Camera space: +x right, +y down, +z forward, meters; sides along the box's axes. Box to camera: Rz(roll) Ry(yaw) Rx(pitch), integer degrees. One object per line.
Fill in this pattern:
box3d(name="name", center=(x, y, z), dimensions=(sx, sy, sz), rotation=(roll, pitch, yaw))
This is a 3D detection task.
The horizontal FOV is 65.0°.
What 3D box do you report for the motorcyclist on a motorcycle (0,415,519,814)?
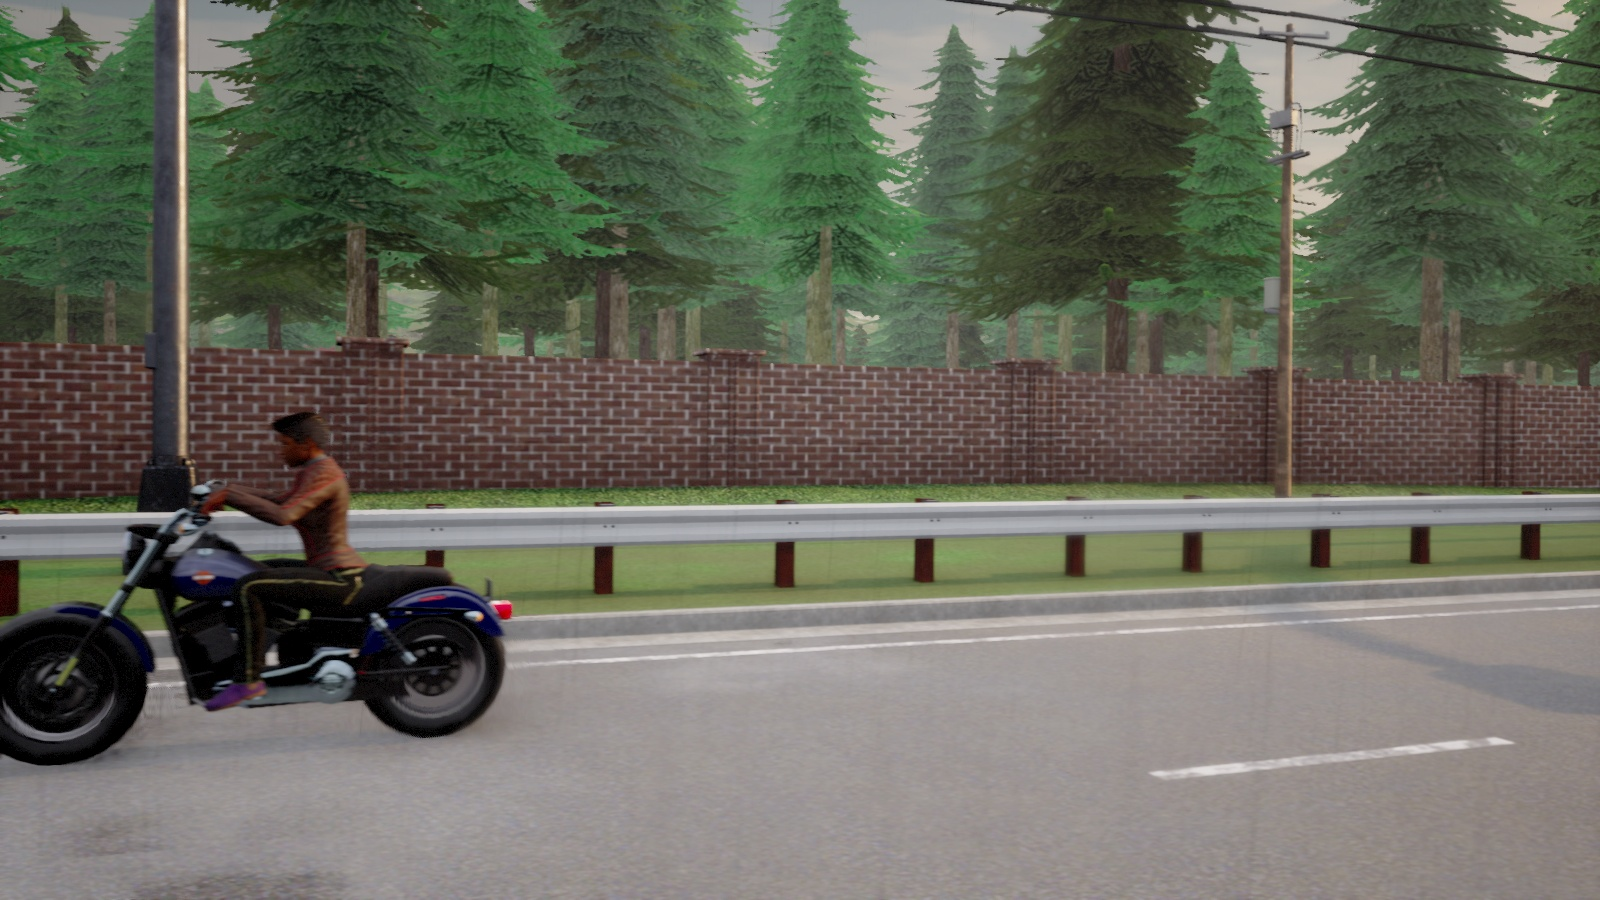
box3d(name="motorcyclist on a motorcycle", center=(-2.589, 0.680, 5.948), dimensions=(2.350, 1.649, 0.766), rotation=(-1, 1, -20))
